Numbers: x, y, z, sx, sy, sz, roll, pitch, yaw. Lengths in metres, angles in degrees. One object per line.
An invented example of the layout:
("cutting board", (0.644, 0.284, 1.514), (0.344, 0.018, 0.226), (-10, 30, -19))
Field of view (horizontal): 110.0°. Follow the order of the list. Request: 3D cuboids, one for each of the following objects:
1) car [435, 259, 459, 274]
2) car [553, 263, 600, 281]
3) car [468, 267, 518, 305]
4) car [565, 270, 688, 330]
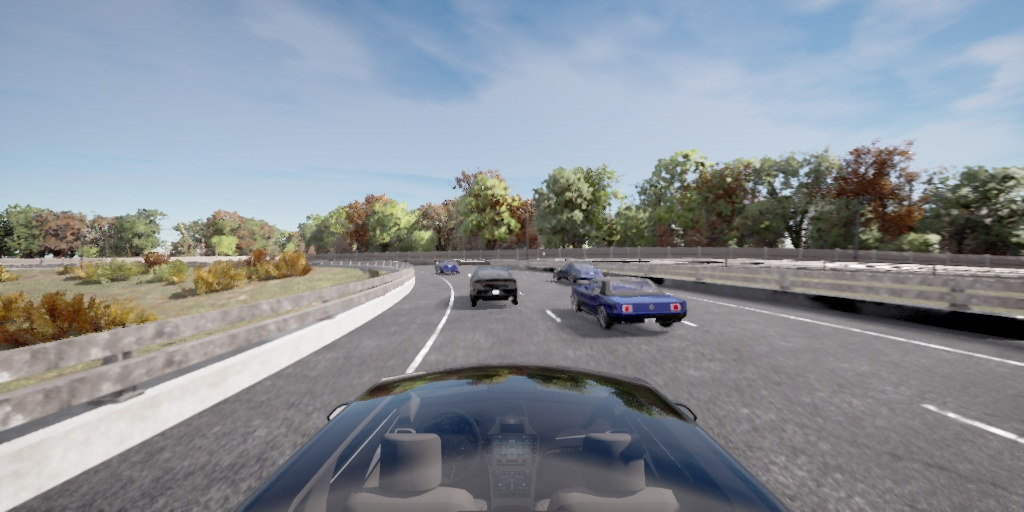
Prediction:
("car", (-7.554, 1.121, 41.185), (2.097, 1.767, 4.553), (-1, 0, -21))
("car", (4.585, 1.172, 25.561), (2.033, 1.411, 5.357), (-1, 0, -13))
("car", (-0.917, 1.207, 15.998), (1.882, 1.535, 5.008), (-1, 0, -7))
("car", (3.180, 1.281, 10.910), (1.895, 1.301, 4.718), (-1, 0, -4))
